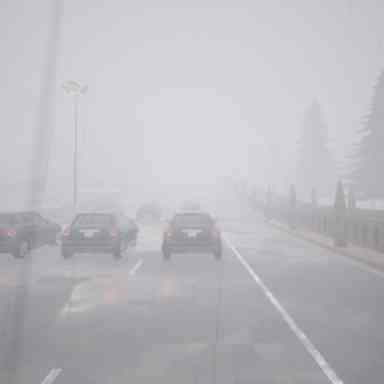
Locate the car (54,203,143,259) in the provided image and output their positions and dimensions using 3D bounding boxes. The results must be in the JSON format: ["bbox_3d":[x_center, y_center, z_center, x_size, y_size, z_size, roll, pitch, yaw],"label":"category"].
[{"bbox_3d":[-3.488,1.497,13.419,2.097,1.767,4.553,0,-1,0],"label":"car"}]

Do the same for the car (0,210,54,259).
[{"bbox_3d":[-6.988,1.497,13.417,2.097,1.767,4.553,0,-1,0],"label":"car"}]

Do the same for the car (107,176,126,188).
[{"bbox_3d":[-14.276,-1.939,64.675,2.150,2.045,5.566,0,6,0],"label":"car"}]

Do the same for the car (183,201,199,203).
[{"bbox_3d":[-0.060,1.477,29.164,1.882,1.535,5.008,0,3,0],"label":"car"}]

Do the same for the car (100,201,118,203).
[{"bbox_3d":[-7.063,1.534,28.379,1.837,1.490,4.892,0,3,0],"label":"car"}]

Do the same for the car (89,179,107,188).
[{"bbox_3d":[-17.774,-1.689,64.717,1.882,1.535,5.008,0,6,0],"label":"car"}]

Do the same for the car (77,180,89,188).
[{"bbox_3d":[-21.270,-1.568,64.683,1.895,1.301,4.718,0,6,0],"label":"car"}]

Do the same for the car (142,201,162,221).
[{"bbox_3d":[-3.563,1.534,28.395,1.837,1.490,4.892,0,3,0],"label":"car"}]

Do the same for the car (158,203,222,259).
[{"bbox_3d":[0.012,1.497,13.419,2.097,1.767,4.553,0,-1,0],"label":"car"}]
